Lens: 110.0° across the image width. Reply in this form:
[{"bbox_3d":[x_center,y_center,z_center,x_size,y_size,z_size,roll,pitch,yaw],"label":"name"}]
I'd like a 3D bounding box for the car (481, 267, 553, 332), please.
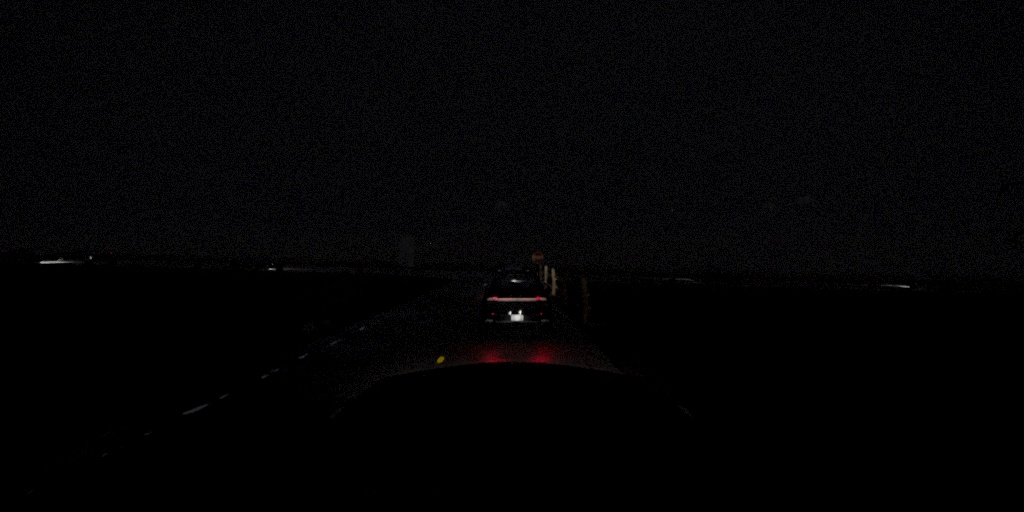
[{"bbox_3d":[0.107,1.244,10.907,2.128,1.511,4.902,0,0,0],"label":"car"}]

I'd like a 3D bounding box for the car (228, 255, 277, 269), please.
[{"bbox_3d":[-26.610,0.567,36.849,4.181,1.385,1.994,2,3,0],"label":"car"}]

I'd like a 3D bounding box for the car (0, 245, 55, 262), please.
[{"bbox_3d":[-49.537,-0.167,37.046,4.181,1.385,1.994,2,3,1],"label":"car"}]

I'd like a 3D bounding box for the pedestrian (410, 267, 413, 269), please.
[{"bbox_3d":[-12.005,0.574,42.728,0.375,1.860,0.375,0,1,0],"label":"pedestrian"}]

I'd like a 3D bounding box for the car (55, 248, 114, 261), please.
[{"bbox_3d":[-47.155,-0.223,39.845,4.181,1.385,1.994,2,3,0],"label":"car"}]

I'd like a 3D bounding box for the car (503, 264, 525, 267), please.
[{"bbox_3d":[0.103,1.251,22.749,2.128,1.511,4.902,0,0,0],"label":"car"}]

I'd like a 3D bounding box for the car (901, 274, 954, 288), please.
[{"bbox_3d":[45.554,2.699,39.340,4.181,1.385,1.994,2,3,1],"label":"car"}]

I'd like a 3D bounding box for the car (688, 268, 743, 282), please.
[{"bbox_3d":[22.422,2.000,39.528,5.357,1.411,2.033,2,3,0],"label":"car"}]
